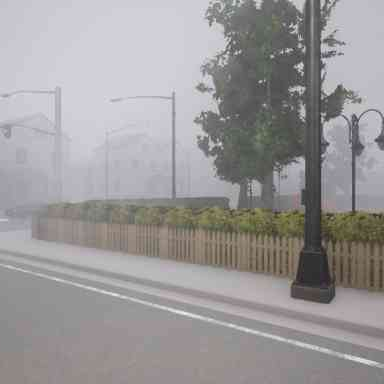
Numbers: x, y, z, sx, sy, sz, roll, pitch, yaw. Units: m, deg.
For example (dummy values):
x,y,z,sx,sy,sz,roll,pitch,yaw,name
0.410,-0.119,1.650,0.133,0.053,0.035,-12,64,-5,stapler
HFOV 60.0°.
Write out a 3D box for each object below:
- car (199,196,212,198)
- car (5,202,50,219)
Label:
x,y,z,sx,sy,sz,roll,pitch,yaw,name
1.890,1.351,52.023,2.097,1.767,4.553,0,0,35,car
-14.017,1.563,29.258,1.994,1.385,4.181,0,0,35,car
